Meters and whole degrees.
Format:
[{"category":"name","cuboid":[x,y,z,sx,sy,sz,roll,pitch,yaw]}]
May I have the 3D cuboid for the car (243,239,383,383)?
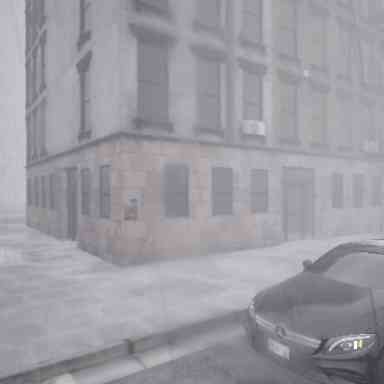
[{"category":"car","cuboid":[2.891,1.525,5.141,4.674,1.442,1.812,0,0,-35]}]
